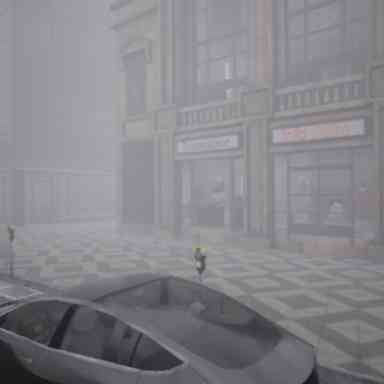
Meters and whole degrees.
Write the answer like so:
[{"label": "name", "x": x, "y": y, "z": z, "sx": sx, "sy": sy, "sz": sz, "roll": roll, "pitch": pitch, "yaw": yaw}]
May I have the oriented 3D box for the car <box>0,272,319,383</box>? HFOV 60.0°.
[{"label": "car", "x": -0.907, "y": 1.562, "z": 3.501, "sx": 4.313, "sy": 1.339, "sz": 1.947, "roll": 0, "pitch": 0, "yaw": 35}]
